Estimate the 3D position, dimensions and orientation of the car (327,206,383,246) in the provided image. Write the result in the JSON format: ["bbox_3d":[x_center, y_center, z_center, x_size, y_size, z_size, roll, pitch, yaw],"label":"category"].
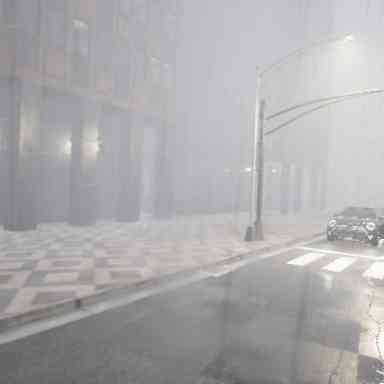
[{"bbox_3d":[8.230,1.483,16.300,2.097,1.767,4.553,2,1,38],"label":"car"}]
